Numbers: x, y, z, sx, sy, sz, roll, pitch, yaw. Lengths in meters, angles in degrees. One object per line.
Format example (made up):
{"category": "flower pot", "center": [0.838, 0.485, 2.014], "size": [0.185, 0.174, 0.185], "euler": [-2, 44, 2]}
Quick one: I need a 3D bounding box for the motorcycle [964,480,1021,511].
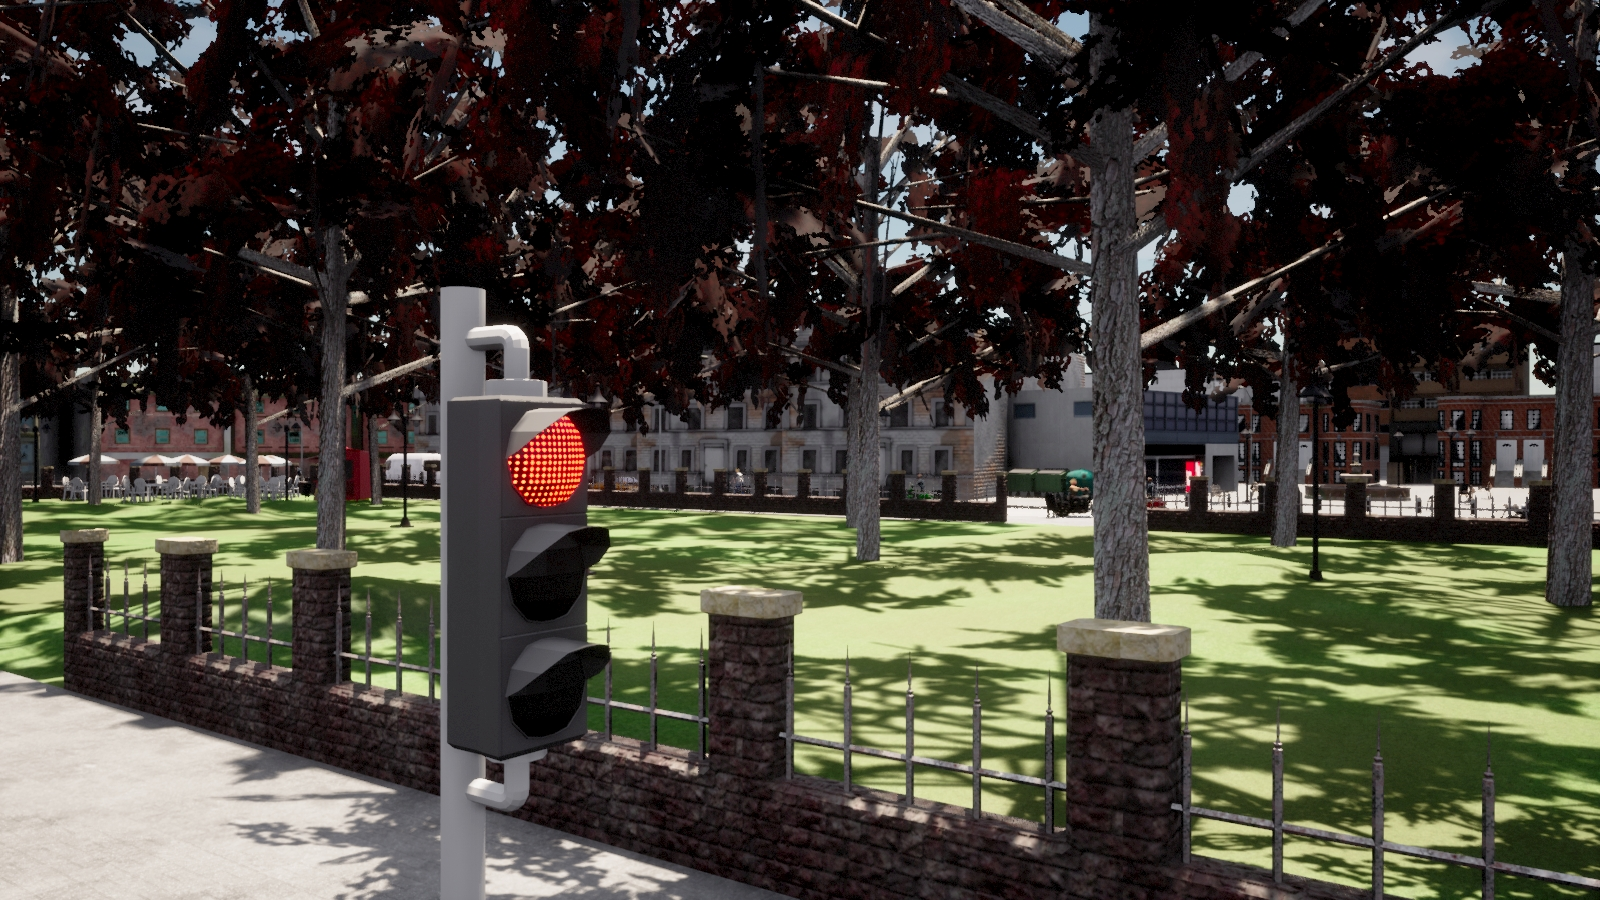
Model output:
{"category": "motorcycle", "center": [8.310, 1.950, 49.389], "size": [2.356, 1.277, 0.764], "euler": [0, 0, 36]}

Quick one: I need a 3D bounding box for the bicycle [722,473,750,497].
{"category": "bicycle", "center": [-3.533, 1.936, 62.934], "size": [1.643, 1.296, 0.373], "euler": [0, 0, 36]}

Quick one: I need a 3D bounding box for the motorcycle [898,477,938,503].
{"category": "motorcycle", "center": [5.797, 1.962, 56.116], "size": [1.805, 1.236, 0.856], "euler": [0, 0, 36]}

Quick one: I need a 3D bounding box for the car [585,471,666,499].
{"category": "car", "center": [-9.537, 1.898, 62.361], "size": [4.181, 1.385, 1.994], "euler": [0, 0, 36]}

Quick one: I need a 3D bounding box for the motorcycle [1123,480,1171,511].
{"category": "motorcycle", "center": [14.998, 1.962, 49.420], "size": [1.805, 1.236, 0.856], "euler": [0, 0, 36]}
